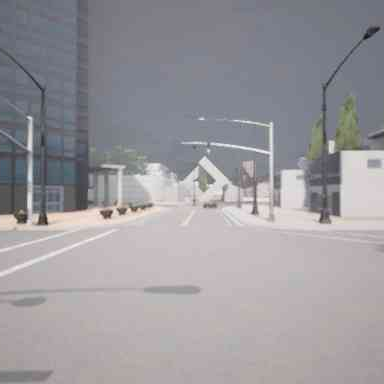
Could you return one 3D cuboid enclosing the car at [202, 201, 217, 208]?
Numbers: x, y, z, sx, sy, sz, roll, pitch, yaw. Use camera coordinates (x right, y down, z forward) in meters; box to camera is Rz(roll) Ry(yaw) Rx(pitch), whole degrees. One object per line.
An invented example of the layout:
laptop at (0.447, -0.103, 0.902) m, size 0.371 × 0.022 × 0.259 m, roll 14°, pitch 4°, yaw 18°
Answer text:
car at (3.167, 2.151, 57.611) m, size 1.895 × 1.301 × 4.718 m, roll 0°, pitch -1°, yaw 14°
